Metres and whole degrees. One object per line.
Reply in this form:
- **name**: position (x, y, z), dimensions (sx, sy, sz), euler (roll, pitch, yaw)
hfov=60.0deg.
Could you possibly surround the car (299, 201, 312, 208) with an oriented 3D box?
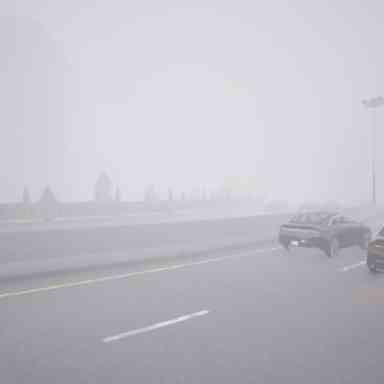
- **car**: position (14.498, 1.738, 40.786), dimensions (1.895, 1.301, 4.718), euler (0, 0, 31)

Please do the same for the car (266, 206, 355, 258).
- **car**: position (5.318, 1.535, 13.008), dimensions (4.902, 1.511, 2.128), euler (0, 0, -42)

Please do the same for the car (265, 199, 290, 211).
- **car**: position (10.672, 1.623, 41.332), dimensions (1.882, 1.535, 5.008), euler (0, -1, 33)

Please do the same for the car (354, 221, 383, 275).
- **car**: position (6.706, 1.533, 9.559), dimensions (4.892, 1.490, 1.837), euler (0, 0, -42)

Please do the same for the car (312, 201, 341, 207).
- **car**: position (14.111, 1.676, 34.000), dimensions (1.994, 1.385, 4.181), euler (0, 0, 35)
